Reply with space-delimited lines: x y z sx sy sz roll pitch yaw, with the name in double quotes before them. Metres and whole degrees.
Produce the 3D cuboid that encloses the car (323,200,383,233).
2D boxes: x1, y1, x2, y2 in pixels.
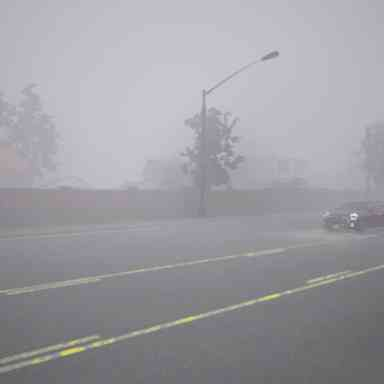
"car" 9.720 1.307 19.525 4.553 1.767 2.097 0 0 -35
